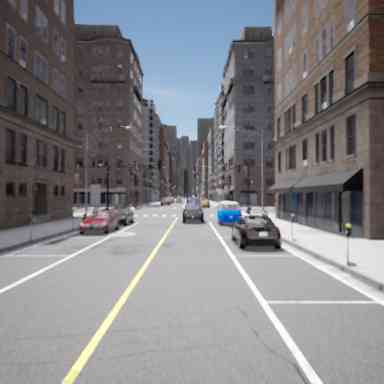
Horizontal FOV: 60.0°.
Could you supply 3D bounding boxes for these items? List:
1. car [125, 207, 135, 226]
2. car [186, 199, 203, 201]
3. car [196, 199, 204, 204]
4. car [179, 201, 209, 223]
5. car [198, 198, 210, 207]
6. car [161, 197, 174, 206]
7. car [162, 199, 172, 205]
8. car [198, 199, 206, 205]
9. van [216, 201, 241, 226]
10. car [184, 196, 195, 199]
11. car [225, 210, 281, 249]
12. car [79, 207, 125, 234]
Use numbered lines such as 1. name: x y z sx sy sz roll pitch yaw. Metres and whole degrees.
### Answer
1. car: -5.670 1.871 26.277 1.947 1.339 4.313 0 -1 0
2. car: 0.073 2.009 41.558 1.812 1.442 4.674 0 0 0
3. car: 2.274 2.608 93.099 2.008 1.369 4.403 0 -1 -1
4. car: 0.093 1.827 28.818 2.128 1.511 4.902 0 -1 0
5. car: 2.649 2.282 65.644 1.752 1.417 4.829 0 -1 -1
6. car: -6.025 2.191 76.410 2.192 1.841 5.009 0 -1 -1
7. car: -6.100 2.487 81.933 2.008 1.369 4.403 0 -1 -1
8. car: 2.424 2.504 82.048 1.947 1.339 4.313 0 -1 -1
9. van: 2.855 1.647 26.289 1.690 1.788 3.998 0 -1 0
10. car: -0.553 2.475 90.835 2.128 1.511 4.902 0 -1 -1
11. car: 2.856 1.746 15.390 1.947 1.339 4.313 0 -1 0
12. car: -5.669 1.824 20.826 1.802 1.307 4.206 0 -1 0
